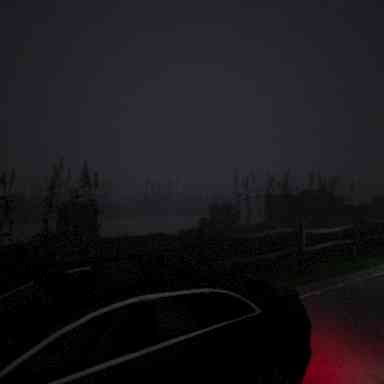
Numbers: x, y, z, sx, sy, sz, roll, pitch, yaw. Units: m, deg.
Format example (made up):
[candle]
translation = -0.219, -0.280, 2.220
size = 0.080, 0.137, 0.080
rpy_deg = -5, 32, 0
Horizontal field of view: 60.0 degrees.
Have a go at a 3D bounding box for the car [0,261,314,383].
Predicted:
[car]
translation = -0.948, 1.493, 2.961
size = 4.902, 1.511, 2.128
rpy_deg = 0, 0, -36
